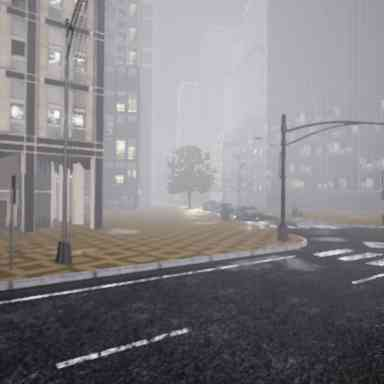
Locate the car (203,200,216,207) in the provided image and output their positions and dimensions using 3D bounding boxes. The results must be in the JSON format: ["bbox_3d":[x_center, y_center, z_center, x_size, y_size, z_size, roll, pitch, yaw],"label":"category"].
[{"bbox_3d":[3.732,2.511,72.298,2.128,1.511,4.902,1,-1,-7],"label":"car"}]

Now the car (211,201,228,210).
[{"bbox_3d":[5.058,2.427,61.966,2.128,1.511,4.902,1,-1,-7],"label":"car"}]

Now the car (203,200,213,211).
[{"bbox_3d":[3.095,2.129,53.013,2.097,1.767,4.553,1,-1,-7],"label":"car"}]

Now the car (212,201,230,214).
[{"bbox_3d":[4.377,2.112,42.997,1.882,1.535,5.008,1,-1,-7],"label":"car"}]

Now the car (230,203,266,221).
[{"bbox_3d":[5.641,2.043,33.082,2.033,1.411,5.357,1,-1,-7],"label":"car"}]
